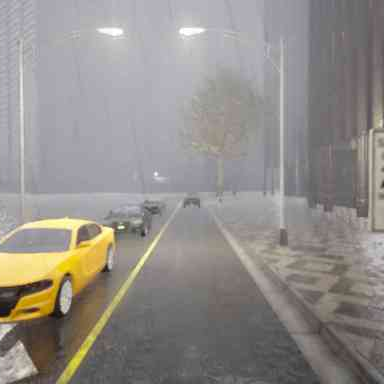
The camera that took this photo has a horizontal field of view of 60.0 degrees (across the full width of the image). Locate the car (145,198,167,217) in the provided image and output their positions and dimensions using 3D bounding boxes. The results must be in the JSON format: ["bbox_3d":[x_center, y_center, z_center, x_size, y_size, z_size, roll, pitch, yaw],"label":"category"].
[{"bbox_3d":[-3.096,1.194,26.670,1.895,1.301,4.718,0,1,0],"label":"car"}]

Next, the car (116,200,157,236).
[{"bbox_3d":[-3.092,1.323,16.570,1.994,1.385,4.181,0,1,0],"label":"car"}]

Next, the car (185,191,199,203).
[{"bbox_3d":[0.011,0.685,48.195,1.837,1.490,4.892,0,2,1],"label":"car"}]

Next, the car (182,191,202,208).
[{"bbox_3d":[-0.013,0.907,36.842,1.837,1.490,4.892,0,1,0],"label":"car"}]

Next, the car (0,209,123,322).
[{"bbox_3d":[-3.095,1.381,7.410,1.882,1.535,5.008,0,1,0],"label":"car"}]
